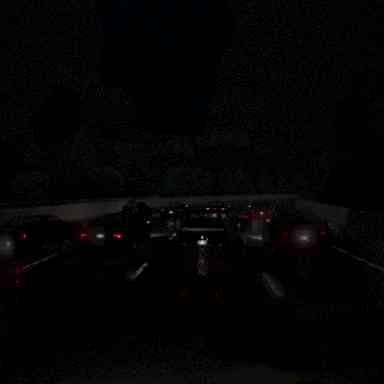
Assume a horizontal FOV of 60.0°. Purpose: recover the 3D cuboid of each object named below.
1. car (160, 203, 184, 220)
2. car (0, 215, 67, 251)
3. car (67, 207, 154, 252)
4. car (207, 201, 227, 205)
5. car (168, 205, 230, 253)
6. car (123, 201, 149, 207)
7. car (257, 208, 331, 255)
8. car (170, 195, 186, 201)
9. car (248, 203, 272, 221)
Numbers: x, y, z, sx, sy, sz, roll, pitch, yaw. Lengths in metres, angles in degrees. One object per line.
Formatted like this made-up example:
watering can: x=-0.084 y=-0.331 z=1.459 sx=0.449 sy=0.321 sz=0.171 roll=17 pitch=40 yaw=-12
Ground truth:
car: x=-1.350 y=1.572 z=28.163 sx=1.994 sy=1.385 sz=4.181 roll=0 pitch=0 yaw=9
car: x=-6.452 y=1.616 z=14.210 sx=1.895 sy=1.301 sz=4.718 roll=0 pitch=0 yaw=4
car: x=-2.964 y=1.563 z=13.918 sx=2.033 sy=1.411 sz=5.357 roll=0 pitch=0 yaw=4
car: x=2.111 y=1.495 z=27.638 sx=2.128 sy=1.511 sz=4.902 roll=0 pitch=0 yaw=9
car: x=0.526 y=1.495 z=13.655 sx=2.128 sy=1.511 sz=4.902 roll=0 pitch=0 yaw=4
car: x=-4.810 y=1.533 z=28.688 sx=1.812 sy=1.442 sz=4.674 roll=0 pitch=0 yaw=9
car: x=4.016 y=1.572 z=13.392 sx=1.994 sy=1.385 sz=4.181 roll=0 pitch=0 yaw=4
car: x=-3.476 y=1.498 z=83.097 sx=2.033 sy=1.411 sz=5.357 roll=0 pitch=0 yaw=23
car: x=5.571 y=1.572 z=27.113 sx=1.994 sy=1.385 sz=4.181 roll=0 pitch=0 yaw=9
